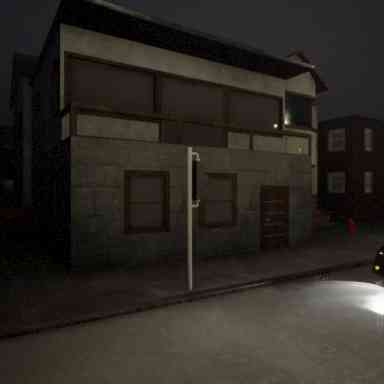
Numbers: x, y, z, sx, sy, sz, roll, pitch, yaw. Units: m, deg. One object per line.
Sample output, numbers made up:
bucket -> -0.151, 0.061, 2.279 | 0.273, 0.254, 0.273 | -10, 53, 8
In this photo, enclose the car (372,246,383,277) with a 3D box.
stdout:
car -> 6.638, 1.561, 8.665 | 4.181, 1.385, 1.994 | 0, 0, -32
